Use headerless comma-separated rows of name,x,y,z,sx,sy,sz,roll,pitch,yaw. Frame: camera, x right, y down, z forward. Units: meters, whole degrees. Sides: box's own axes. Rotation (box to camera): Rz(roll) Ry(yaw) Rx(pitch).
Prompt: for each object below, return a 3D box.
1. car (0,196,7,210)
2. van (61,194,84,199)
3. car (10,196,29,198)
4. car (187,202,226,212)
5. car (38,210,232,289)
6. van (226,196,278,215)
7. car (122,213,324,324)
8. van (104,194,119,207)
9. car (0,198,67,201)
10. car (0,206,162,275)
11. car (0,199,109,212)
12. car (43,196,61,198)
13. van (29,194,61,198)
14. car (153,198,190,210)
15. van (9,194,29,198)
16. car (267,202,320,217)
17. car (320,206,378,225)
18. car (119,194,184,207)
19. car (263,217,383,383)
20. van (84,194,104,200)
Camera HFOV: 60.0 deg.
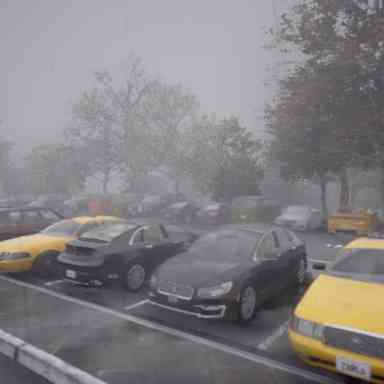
car,-27.225,1.479,43.777,2.185,1.767,4.553,-1,0,36
van,-9.386,1.149,30.884,1.878,1.987,4.442,0,0,36
car,-16.055,1.447,35.581,1.946,1.575,5.366,-1,0,36
car,2.046,1.483,22.829,2.002,1.452,4.674,0,0,36
car,-1.163,1.472,9.031,2.231,1.521,4.892,0,0,36
van,4.265,1.230,21.385,1.878,1.987,4.442,0,0,36
car,1.101,1.486,7.424,2.231,1.521,4.892,0,0,36
van,-4.741,1.176,27.841,1.878,1.987,4.442,0,0,36
car,-7.946,1.304,13.863,2.185,1.767,4.553,0,0,36
car,-3.524,1.454,10.503,1.946,1.575,5.366,0,0,36
car,-5.690,1.318,12.245,2.185,1.767,4.553,0,0,36
car,-11.443,1.388,32.508,2.097,1.535,5.008,-1,0,36
van,-13.768,1.193,34.025,1.878,1.987,4.442,-1,0,36
car,-0.208,1.429,24.441,2.097,1.535,5.008,0,0,36
van,-18.133,1.255,37.442,1.878,1.987,4.442,-1,0,36
car,6.449,1.510,19.679,2.002,1.452,4.674,0,0,36
car,8.797,1.484,17.985,2.097,1.535,5.008,0,0,36
car,-2.573,1.164,26.108,2.435,2.045,5.566,0,0,36
car,3.245,1.495,5.651,1.946,1.575,5.366,0,0,36
van,-6.891,1.163,29.382,1.878,1.987,4.442,0,0,36
